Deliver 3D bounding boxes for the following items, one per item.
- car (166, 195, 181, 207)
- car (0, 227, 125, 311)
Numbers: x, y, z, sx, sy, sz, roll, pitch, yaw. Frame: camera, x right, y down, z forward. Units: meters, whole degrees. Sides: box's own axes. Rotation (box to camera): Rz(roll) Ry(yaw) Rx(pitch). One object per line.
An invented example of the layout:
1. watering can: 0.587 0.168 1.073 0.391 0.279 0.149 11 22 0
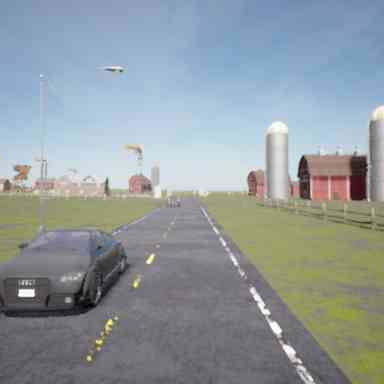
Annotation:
1. car: -2.743 1.180 49.807 2.097 1.767 4.553 0 0 0
2. car: -2.849 1.548 7.721 1.994 1.385 4.181 0 0 0
